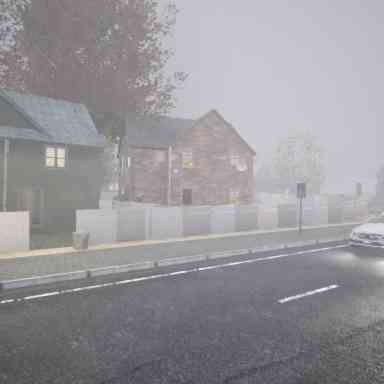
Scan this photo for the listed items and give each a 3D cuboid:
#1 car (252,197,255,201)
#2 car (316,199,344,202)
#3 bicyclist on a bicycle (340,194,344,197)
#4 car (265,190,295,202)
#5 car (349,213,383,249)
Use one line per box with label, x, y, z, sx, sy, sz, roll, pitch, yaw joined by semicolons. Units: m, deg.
car;8.569;0.910;56.020;2.033;1.411;5.357;1;1;-19
car;15.592;1.177;36.547;2.128;1.511;4.902;1;0;-20
bicyclist on a bicycle;19.456;1.035;43.118;1.656;1.620;0.582;1;0;-20
car;12.080;0.747;46.282;2.150;2.045;5.566;1;0;-20
car;8.273;1.538;13.399;4.674;1.442;1.812;0;0;-34
